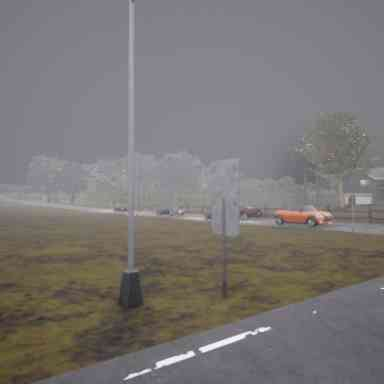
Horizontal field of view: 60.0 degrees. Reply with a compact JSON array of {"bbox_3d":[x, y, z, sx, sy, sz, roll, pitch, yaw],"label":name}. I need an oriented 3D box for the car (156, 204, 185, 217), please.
[{"bbox_3d":[-2.797,2.353,42.554,2.128,1.511,4.902,-1,-1,-35],"label":"car"}]

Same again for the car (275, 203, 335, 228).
[{"bbox_3d":[8.787,1.760,26.194,2.097,1.767,4.553,-1,-1,-35],"label":"car"}]

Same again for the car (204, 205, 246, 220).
[{"bbox_3d":[3.074,2.208,34.259,1.994,1.385,4.181,-1,-1,-35],"label":"car"}]

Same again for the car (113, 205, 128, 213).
[{"bbox_3d":[-11.249,2.742,54.618,1.895,1.301,4.718,-1,-1,-35],"label":"car"}]

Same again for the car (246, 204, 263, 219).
[{"bbox_3d":[5.398,2.100,36.047,1.882,1.535,5.008,-1,-1,-35],"label":"car"}]
